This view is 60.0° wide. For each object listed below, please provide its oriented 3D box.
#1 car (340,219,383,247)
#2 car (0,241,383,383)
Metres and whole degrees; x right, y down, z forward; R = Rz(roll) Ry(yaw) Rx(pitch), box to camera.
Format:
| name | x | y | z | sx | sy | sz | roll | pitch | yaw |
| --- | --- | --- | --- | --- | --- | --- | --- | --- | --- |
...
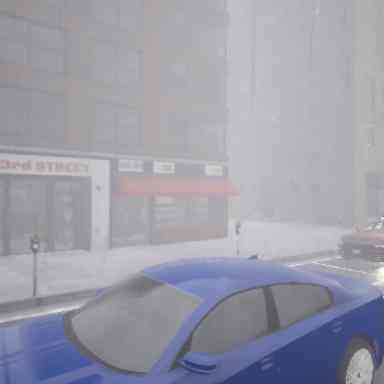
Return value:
| name | x | y | z | sx | sy | sz | roll | pitch | yaw |
| --- | --- | --- | --- | --- | --- | --- | --- | --- | --- |
| car | 6.992 | 1.649 | 11.747 | 4.507 | 1.381 | 1.887 | 1 | 0 | -35 |
| car | 0.049 | 1.494 | 3.412 | 5.008 | 1.535 | 1.882 | 1 | 0 | -35 |
